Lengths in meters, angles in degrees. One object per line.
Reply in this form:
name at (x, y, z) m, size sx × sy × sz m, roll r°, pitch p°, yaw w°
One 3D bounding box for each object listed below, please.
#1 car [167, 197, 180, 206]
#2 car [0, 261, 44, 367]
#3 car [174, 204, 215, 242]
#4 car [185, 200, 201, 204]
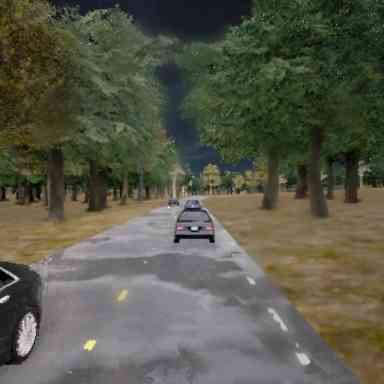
car at (-2.997, 1.583, 54.645) m, size 2.033 × 1.411 × 5.357 m, roll 0°, pitch 0°, yaw 0°
car at (-3.100, 1.505, 3.033) m, size 1.837 × 1.490 × 4.892 m, roll 0°, pitch 0°, yaw 0°
car at (0.103, 1.551, 16.199) m, size 2.033 × 1.411 × 5.357 m, roll 0°, pitch 0°, yaw 0°
car at (0.107, 1.590, 39.377) m, size 1.994 × 1.385 × 4.181 m, roll 0°, pitch 0°, yaw 0°
